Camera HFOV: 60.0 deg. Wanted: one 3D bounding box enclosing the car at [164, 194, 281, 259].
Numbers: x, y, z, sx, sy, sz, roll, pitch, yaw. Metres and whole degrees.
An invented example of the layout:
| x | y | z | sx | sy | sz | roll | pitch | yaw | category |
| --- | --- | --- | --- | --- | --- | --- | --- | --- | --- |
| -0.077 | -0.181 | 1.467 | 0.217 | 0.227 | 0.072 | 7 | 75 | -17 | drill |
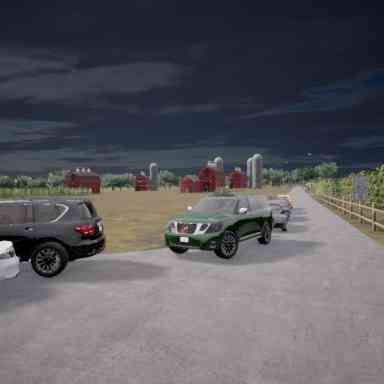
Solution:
| x | y | z | sx | sy | sz | roll | pitch | yaw | category |
| --- | --- | --- | --- | --- | --- | --- | --- | --- | --- |
| 1.298 | 1.106 | 12.668 | 2.150 | 2.045 | 5.566 | 0 | 0 | 34 | car |

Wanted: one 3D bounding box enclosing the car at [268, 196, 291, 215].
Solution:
| x | y | z | sx | sy | sz | roll | pitch | yaw | category |
| --- | --- | --- | --- | --- | --- | --- | --- | --- | --- |
| 8.189 | 1.193 | 30.772 | 1.837 | 1.490 | 4.892 | 0 | 0 | 18 | car |

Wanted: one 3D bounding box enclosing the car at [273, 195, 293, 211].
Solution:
| x | y | z | sx | sy | sz | roll | pitch | yaw | category |
| --- | --- | --- | --- | --- | --- | --- | --- | --- | --- |
| 10.003 | 1.104 | 36.475 | 1.882 | 1.535 | 5.008 | 0 | 1 | 18 | car |

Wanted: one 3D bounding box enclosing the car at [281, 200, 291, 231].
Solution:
| x | y | z | sx | sy | sz | roll | pitch | yaw | category |
| --- | --- | --- | --- | --- | --- | --- | --- | --- | --- |
| 4.415 | 1.377 | 18.993 | 1.994 | 1.385 | 4.181 | 0 | 0 | 17 | car |

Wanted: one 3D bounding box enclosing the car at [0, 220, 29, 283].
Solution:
| x | y | z | sx | sy | sz | roll | pitch | yaw | category |
| --- | --- | --- | --- | --- | --- | --- | --- | --- | --- |
| -6.105 | 1.612 | 6.679 | 4.674 | 1.442 | 1.812 | -2 | 2 | -38 | car |

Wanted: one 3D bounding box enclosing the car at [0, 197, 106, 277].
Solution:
| x | y | z | sx | sy | sz | roll | pitch | yaw | category |
| --- | --- | --- | --- | --- | --- | --- | --- | --- | --- |
| -5.364 | 1.225 | 9.595 | 5.566 | 2.045 | 2.150 | -1 | 1 | -4 | car |

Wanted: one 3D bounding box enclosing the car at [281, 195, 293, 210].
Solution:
| x | y | z | sx | sy | sz | roll | pitch | yaw | category |
| --- | --- | --- | --- | --- | --- | --- | --- | --- | --- |
| 6.266 | 1.231 | 24.727 | 1.882 | 1.535 | 5.008 | 0 | 0 | 18 | car |
